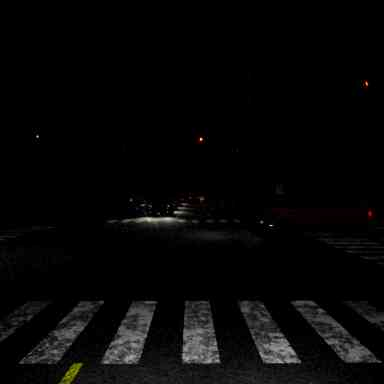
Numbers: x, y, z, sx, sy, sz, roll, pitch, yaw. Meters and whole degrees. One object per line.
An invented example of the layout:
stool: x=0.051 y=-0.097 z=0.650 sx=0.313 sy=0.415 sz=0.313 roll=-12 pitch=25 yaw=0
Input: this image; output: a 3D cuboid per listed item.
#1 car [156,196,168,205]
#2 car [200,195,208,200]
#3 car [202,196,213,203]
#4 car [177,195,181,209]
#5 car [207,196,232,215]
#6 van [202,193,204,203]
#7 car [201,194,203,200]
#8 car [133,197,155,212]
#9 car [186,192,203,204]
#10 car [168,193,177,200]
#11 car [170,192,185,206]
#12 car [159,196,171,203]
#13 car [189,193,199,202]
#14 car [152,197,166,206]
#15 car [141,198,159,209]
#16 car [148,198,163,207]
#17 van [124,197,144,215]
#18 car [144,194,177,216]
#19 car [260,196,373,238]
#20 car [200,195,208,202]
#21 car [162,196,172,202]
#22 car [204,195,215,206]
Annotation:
car: x=-5.465 y=1.527 z=61.599 sx=1.752 sy=1.417 sz=4.829 roll=0 pitch=0 yaw=0
car: x=3.245 y=1.558 z=90.067 sx=1.947 sy=1.339 sz=4.313 roll=0 pitch=0 yaw=0
car: x=3.098 y=1.552 z=67.390 sx=2.008 sy=1.369 sz=4.403 roll=0 pitch=0 yaw=0
car: x=-2.831 y=1.481 z=42.064 sx=1.882 sy=1.535 sz=5.008 roll=0 pitch=0 yaw=1
car: x=2.878 y=1.442 z=33.375 sx=1.967 sy=1.590 sz=4.097 roll=0 pitch=0 yaw=0
van: x=3.025 y=1.344 z=56.051 sx=1.690 sy=1.788 sz=3.998 roll=0 pitch=0 yaw=0
car: x=3.063 y=1.528 z=61.890 sx=1.752 sy=1.417 sz=4.829 roll=0 pitch=0 yaw=0
car: x=-5.611 y=1.443 z=39.096 sx=1.967 sy=1.590 sz=4.097 roll=0 pitch=0 yaw=0
car: x=0.406 y=1.223 z=63.398 sx=2.150 sy=2.045 sz=5.566 roll=0 pitch=0 yaw=0
car: x=-5.281 y=1.307 z=90.110 sx=2.192 sy=1.841 sz=5.009 roll=0 pitch=0 yaw=0
car: x=-2.756 y=1.225 z=52.661 sx=2.150 sy=2.045 sz=5.566 roll=0 pitch=0 yaw=1
car: x=-5.427 y=1.567 z=67.437 sx=1.947 sy=1.339 sz=4.313 roll=0 pitch=0 yaw=0
car: x=0.472 y=1.187 z=73.758 sx=2.097 sy=1.767 sz=4.553 roll=0 pitch=0 yaw=0
car: x=-5.501 y=1.569 z=56.101 sx=1.947 sy=1.339 sz=4.313 roll=0 pitch=0 yaw=0
car: x=-5.574 y=1.569 z=44.765 sx=1.947 sy=1.339 sz=4.313 roll=0 pitch=0 yaw=0
car: x=-5.537 y=1.585 z=50.433 sx=1.802 sy=1.307 sz=4.206 roll=0 pitch=0 yaw=0
van: x=-5.648 y=1.343 z=33.428 sx=1.690 sy=1.788 sz=3.998 roll=0 pitch=0 yaw=0
car: x=-2.938 y=1.354 z=32.126 sx=2.097 sy=1.767 sz=4.553 roll=0 pitch=0 yaw=2
car: x=6.438 y=1.230 z=17.411 sx=5.566 sy=2.045 sz=2.150 roll=0 pitch=0 yaw=0
car: x=2.860 y=1.454 z=79.561 sx=1.801 sy=1.575 sz=5.366 roll=0 pitch=0 yaw=0
car: x=-5.390 y=1.544 z=73.105 sx=1.887 sy=1.381 sz=4.507 roll=0 pitch=0 yaw=0
car: x=2.951 y=1.443 z=44.713 sx=1.967 sy=1.590 sz=4.097 roll=0 pitch=0 yaw=0
